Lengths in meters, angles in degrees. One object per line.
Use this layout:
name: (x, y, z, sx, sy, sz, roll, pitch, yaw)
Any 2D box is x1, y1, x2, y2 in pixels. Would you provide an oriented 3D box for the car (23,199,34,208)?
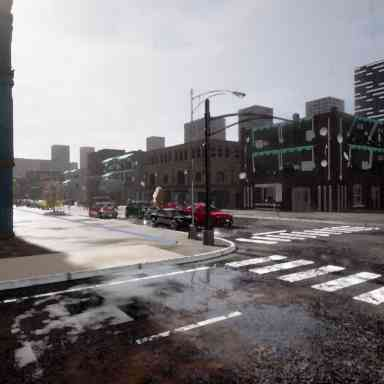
car: (-31.640, 2.376, 66.123, 2.008, 1.369, 4.403, -1, 0, -35)

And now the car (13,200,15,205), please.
car: (-41.240, 2.548, 79.672, 2.008, 1.369, 4.403, -1, 0, -35)

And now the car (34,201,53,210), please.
car: (-25.141, 2.233, 56.951, 1.752, 1.417, 4.829, -1, 0, -35)

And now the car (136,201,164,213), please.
car: (-5.601, 1.966, 43.871, 1.802, 1.307, 4.206, -1, 0, -35)

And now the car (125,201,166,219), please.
car: (-4.897, 1.689, 32.875, 2.097, 1.767, 4.553, -1, 0, -35)

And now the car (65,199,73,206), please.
car: (-28.003, 2.364, 75.486, 1.947, 1.339, 4.313, -1, 0, -35)

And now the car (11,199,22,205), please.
car: (-44.439, 2.598, 84.188, 1.887, 1.381, 4.507, -1, 0, -35)

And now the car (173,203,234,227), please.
car: (0.964, 1.698, 24.602, 1.882, 1.535, 5.008, -1, 0, -35)

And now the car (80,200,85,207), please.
car: (-18.408, 1.940, 61.936, 2.192, 1.841, 5.009, -1, 0, -35)

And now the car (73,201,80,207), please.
car: (-21.603, 2.228, 66.453, 1.887, 1.381, 4.507, -1, 0, -35)

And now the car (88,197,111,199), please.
car: (-11.192, 1.678, 41.778, 2.150, 2.045, 5.566, -1, 0, -35)

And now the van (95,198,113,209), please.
van: (-15.207, 1.907, 57.420, 1.690, 1.788, 3.998, -1, 0, -35)

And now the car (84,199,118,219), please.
car: (-9.242, 1.847, 34.508, 1.967, 1.590, 4.097, -1, 0, -35)

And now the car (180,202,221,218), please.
car: (0.797, 1.810, 34.839, 2.008, 1.369, 4.403, -2, 0, -35)

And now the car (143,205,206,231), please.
car: (-1.315, 1.815, 23.116, 1.947, 1.339, 4.313, -1, 0, -35)

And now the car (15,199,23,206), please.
car: (-38.042, 2.380, 75.155, 1.967, 1.590, 4.097, -1, 0, -35)

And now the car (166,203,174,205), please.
car: (-2.402, 1.904, 39.355, 1.802, 1.307, 4.206, -2, 0, -35)
